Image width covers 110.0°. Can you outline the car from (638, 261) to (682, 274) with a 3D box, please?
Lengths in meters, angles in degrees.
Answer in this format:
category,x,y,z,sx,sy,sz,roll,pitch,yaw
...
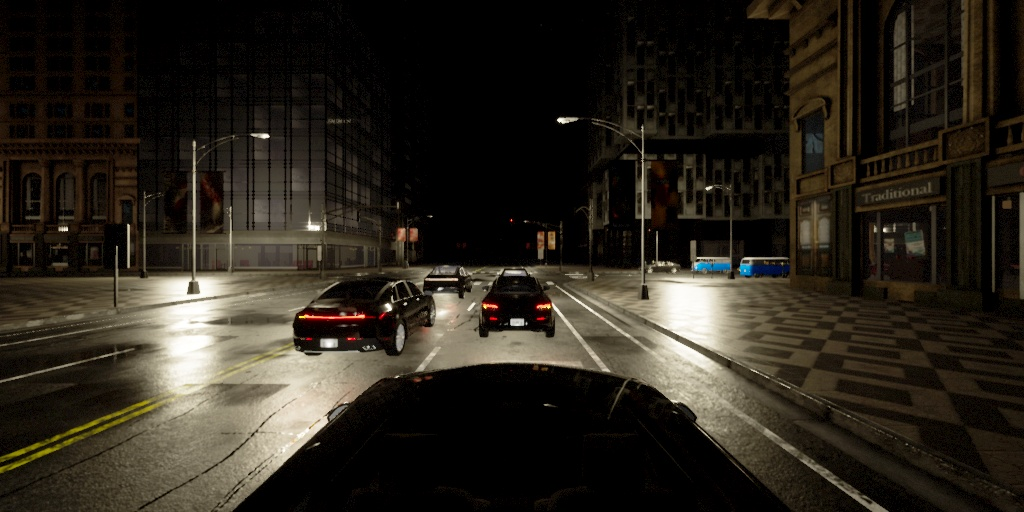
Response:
category,x,y,z,sx,sy,sz,roll,pitch,yaw
car,15.977,1.246,38.829,4.403,1.370,2.007,0,0,0

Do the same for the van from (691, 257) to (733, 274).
category,x,y,z,sx,sy,sz,roll,pitch,yaw
van,21.596,1.025,38.790,3.998,1.789,1.690,0,0,0

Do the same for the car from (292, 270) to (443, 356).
category,x,y,z,sx,sy,sz,roll,pitch,yaw
car,-3.134,1.251,8.580,1.837,1.490,4.892,0,0,0

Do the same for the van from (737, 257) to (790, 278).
category,x,y,z,sx,sy,sz,roll,pitch,yaw
van,21.537,1.019,30.265,3.998,1.789,1.690,0,0,0

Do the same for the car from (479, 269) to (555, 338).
category,x,y,z,sx,sy,sz,roll,pitch,yaw
car,0.122,1.272,10.075,1.812,1.442,4.674,0,0,0

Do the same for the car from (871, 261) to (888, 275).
category,x,y,z,sx,sy,sz,roll,pitch,yaw
car,32.774,1.239,30.186,4.207,1.307,1.802,0,0,0

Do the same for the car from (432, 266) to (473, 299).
category,x,y,z,sx,sy,sz,roll,pitch,yaw
car,-3.108,1.234,17.994,2.128,1.511,4.902,0,0,0
